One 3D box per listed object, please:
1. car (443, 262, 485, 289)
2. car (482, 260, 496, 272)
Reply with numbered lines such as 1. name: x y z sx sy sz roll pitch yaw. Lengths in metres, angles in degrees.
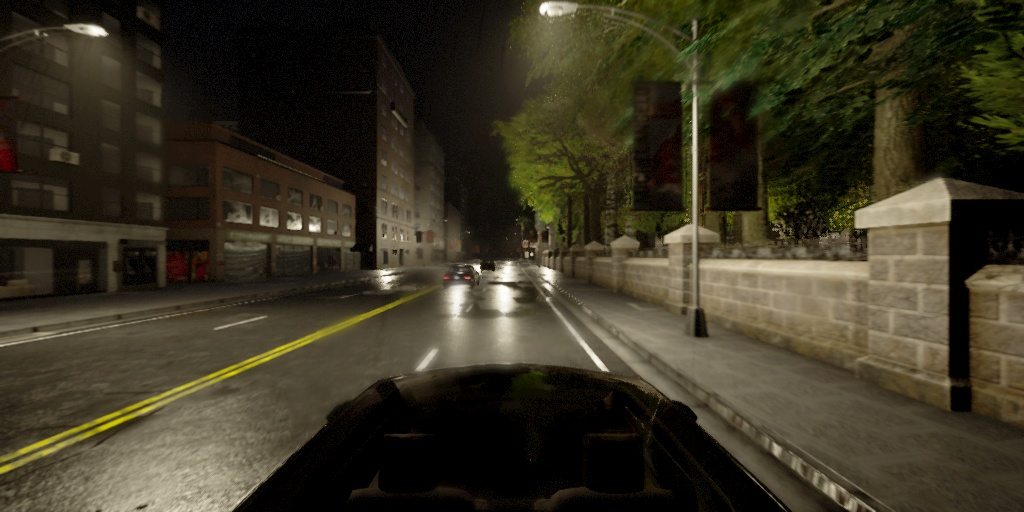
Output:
1. car: -3.151 1.298 23.049 2.033 1.411 5.357 0 0 0
2. car: -3.150 1.228 47.530 1.882 1.535 5.008 0 0 0
